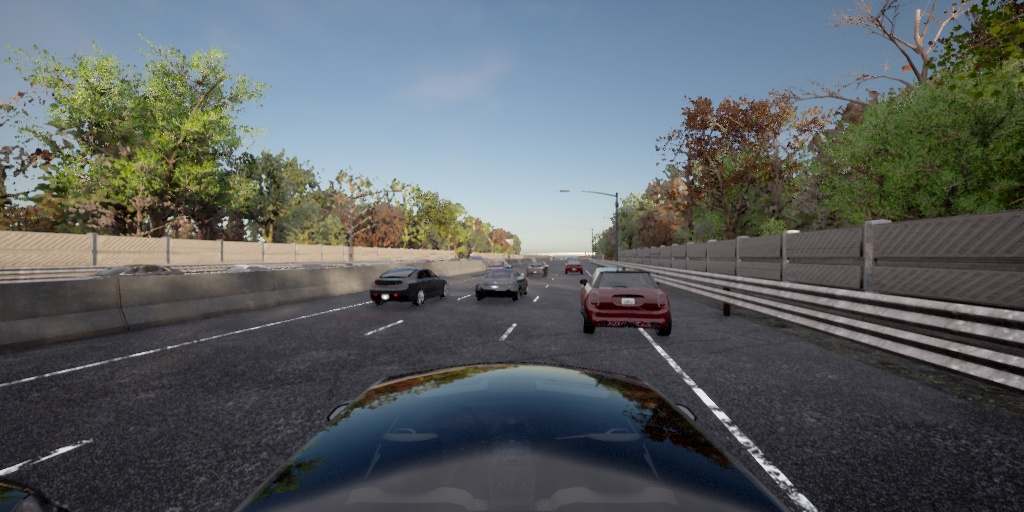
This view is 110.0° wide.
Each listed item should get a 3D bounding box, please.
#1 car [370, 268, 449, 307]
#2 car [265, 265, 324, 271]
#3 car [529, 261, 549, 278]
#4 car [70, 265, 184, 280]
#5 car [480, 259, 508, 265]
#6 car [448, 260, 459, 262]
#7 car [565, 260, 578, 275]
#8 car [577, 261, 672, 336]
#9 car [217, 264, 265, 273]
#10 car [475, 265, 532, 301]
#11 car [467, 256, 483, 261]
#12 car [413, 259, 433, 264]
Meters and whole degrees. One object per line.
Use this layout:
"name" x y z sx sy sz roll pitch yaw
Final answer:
"car" -4.268 1.259 15.632 1.837 1.490 4.892 0 0 10
"car" -13.717 1.321 23.950 1.994 1.385 4.181 0 0 10
"car" 2.520 1.258 34.789 2.128 1.511 4.902 0 0 10
"car" -21.444 1.259 20.221 1.837 1.490 4.892 0 0 10
"car" -1.205 1.257 33.754 2.128 1.511 4.902 0 0 10
"car" -10.379 1.363 64.388 1.994 1.385 4.181 0 0 10
"car" 6.963 1.249 40.201 1.882 1.535 5.008 0 0 10
"car" 3.129 1.105 10.661 2.097 1.767 4.553 0 0 10
"car" -17.409 1.282 23.182 1.812 1.442 4.674 0 0 10
"car" -0.397 1.320 17.532 1.994 1.385 4.181 0 0 10
"car" -6.706 1.022 65.079 2.150 2.045 5.566 0 0 10
"car" -14.750 1.266 59.693 1.882 1.535 5.008 0 0 10
